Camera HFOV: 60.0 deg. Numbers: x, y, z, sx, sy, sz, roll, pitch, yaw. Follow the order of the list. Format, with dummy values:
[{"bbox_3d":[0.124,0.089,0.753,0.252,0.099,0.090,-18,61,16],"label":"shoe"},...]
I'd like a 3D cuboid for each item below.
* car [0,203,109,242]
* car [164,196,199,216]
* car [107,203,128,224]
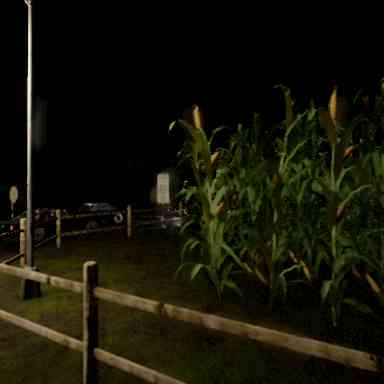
[{"bbox_3d":[-6.446,1.425,15.542,1.895,1.301,4.718,0,1,33],"label":"car"},{"bbox_3d":[-0.325,1.108,27.658,1.837,1.490,4.892,1,1,39],"label":"car"},{"bbox_3d":[-6.131,1.349,20.374,1.895,1.301,4.718,0,1,39],"label":"car"}]
